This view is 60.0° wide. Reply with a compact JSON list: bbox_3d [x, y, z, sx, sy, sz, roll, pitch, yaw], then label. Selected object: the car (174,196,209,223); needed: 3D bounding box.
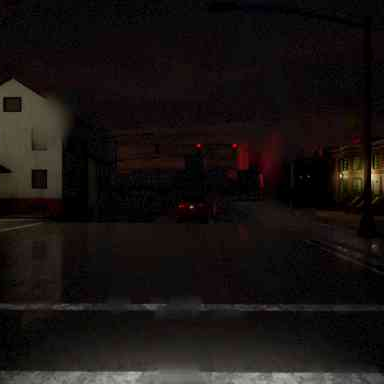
[{"bbox_3d":[0.143,1.597,27.681,2.150,2.045,5.566,0,-8,4],"label":"car"}]
